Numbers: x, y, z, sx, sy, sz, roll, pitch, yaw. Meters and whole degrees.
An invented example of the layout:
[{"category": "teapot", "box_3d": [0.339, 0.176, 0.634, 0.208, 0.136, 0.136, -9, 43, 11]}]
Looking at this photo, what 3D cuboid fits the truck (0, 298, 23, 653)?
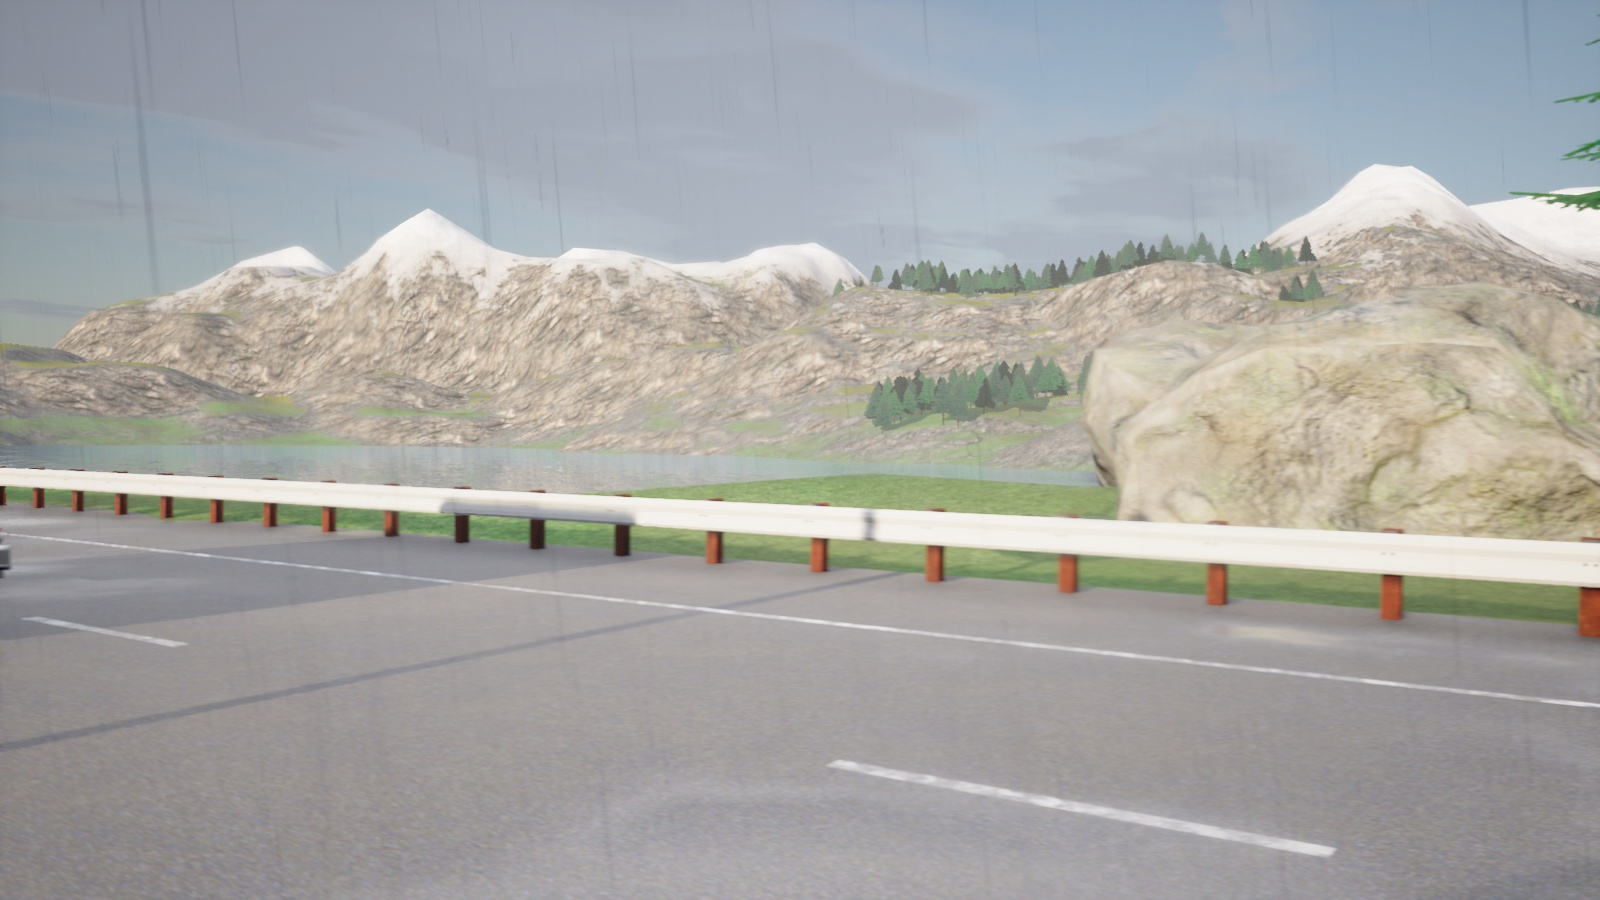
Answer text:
[{"category": "truck", "box_3d": [-8.384, 0.195, 9.185, 5.204, 2.467, 2.627, 0, 1, 34]}]
